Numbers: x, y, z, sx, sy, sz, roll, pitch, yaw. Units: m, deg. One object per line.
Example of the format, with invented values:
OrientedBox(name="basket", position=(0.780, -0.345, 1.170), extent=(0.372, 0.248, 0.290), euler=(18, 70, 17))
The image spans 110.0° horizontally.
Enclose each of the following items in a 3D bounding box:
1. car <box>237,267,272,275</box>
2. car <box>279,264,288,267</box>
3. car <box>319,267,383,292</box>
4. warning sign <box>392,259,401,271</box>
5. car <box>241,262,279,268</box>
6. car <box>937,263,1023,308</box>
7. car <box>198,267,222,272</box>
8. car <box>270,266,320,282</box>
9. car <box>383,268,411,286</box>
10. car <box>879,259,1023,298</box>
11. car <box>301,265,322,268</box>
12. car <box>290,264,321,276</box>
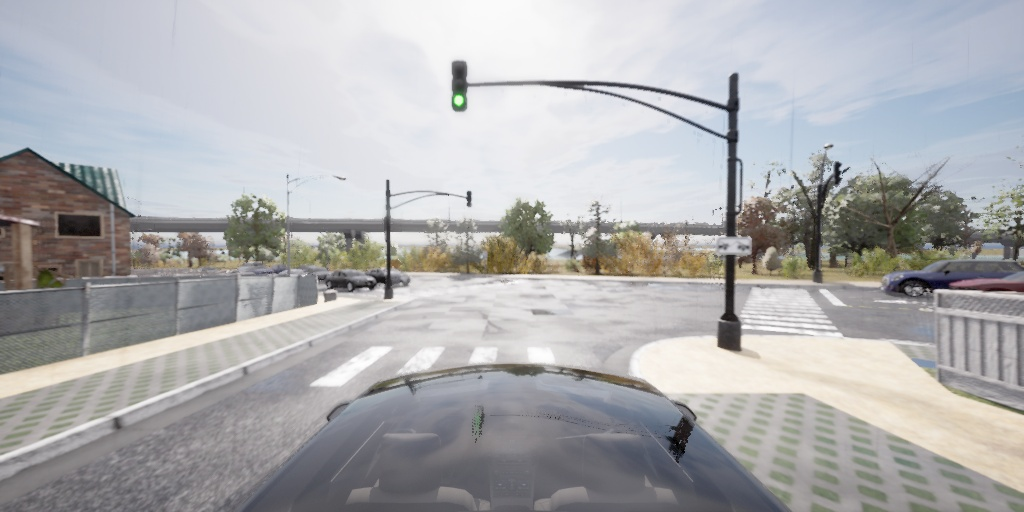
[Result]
OrientedBox(name="car", position=(-27.850, 2.187, 38.489), extent=(4.718, 1.301, 1.895), euler=(-1, 1, 36))
OrientedBox(name="car", position=(-32.754, 1.946, 50.316), extent=(4.553, 1.767, 2.097), euler=(-1, 1, 36))
OrientedBox(name="car", position=(-12.218, 1.809, 27.121), extent=(4.892, 1.490, 1.837), euler=(-1, 1, 36))
OrientedBox(name="warning sign", position=(-14.266, 1.292, 44.317), extent=(1.060, 1.860, 1.300), euler=(0, 0, 36))
OrientedBox(name="car", position=(-32.128, 1.975, 45.637), extent=(4.553, 1.767, 2.097), euler=(-1, 1, 36))
OrientedBox(name="car", position=(19.175, 1.130, 12.592), extent=(5.008, 1.535, 1.882), euler=(-1, 1, 36))
OrientedBox(name="car", position=(-40.000, 2.217, 47.423), extent=(4.553, 1.767, 2.097), euler=(-1, 1, 36))
OrientedBox(name="car", position=(-19.737, 1.965, 32.591), extent=(4.674, 1.442, 1.812), euler=(-1, 1, 36))
OrientedBox(name="car", position=(-10.451, 1.722, 29.853), extent=(4.902, 1.511, 2.128), euler=(-1, 1, 36))
OrientedBox(name="car", position=(19.819, 0.951, 16.138), extent=(4.553, 1.767, 2.097), euler=(-1, 1, 36))
OrientedBox(name="car", position=(-19.931, 1.907, 36.742), extent=(4.892, 1.490, 1.837), euler=(-1, 1, 36))
OrientedBox(name="car", position=(-30.191, 1.998, 52.347), extent=(4.902, 1.511, 2.128), euler=(-1, 1, 36))
